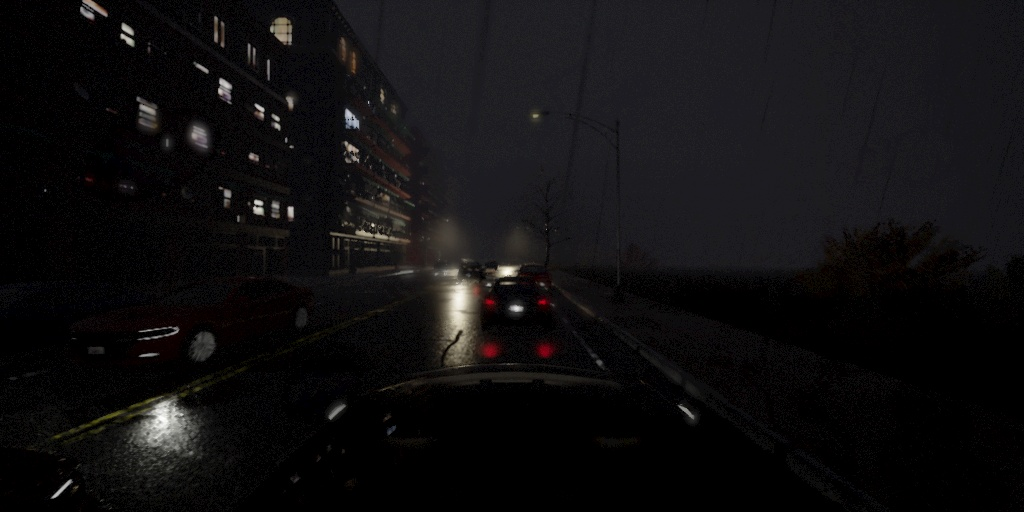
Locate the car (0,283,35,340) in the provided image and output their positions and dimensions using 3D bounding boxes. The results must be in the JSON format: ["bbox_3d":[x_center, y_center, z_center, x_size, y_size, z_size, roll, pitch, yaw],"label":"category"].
[{"bbox_3d":[-9.836,1.272,7.310,1.812,1.442,4.674,0,0,0],"label":"car"}]

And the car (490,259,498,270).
[{"bbox_3d":[-3.021,1.208,52.181,2.128,1.511,4.902,0,0,0],"label":"car"}]

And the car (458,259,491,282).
[{"bbox_3d":[-3.082,1.226,28.347,2.128,1.511,4.902,0,0,0],"label":"car"}]

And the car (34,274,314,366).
[{"bbox_3d":[-6.584,1.224,8.181,1.882,1.535,5.008,0,0,0],"label":"car"}]

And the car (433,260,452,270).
[{"bbox_3d":[-9.711,1.283,50.363,1.994,1.385,4.181,0,0,0],"label":"car"}]

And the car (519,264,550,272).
[{"bbox_3d":[1.186,1.218,20.625,1.882,1.535,5.008,0,0,0],"label":"car"}]

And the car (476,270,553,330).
[{"bbox_3d":[0.125,1.309,11.103,1.994,1.385,4.181,0,0,0],"label":"car"}]

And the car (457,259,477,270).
[{"bbox_3d":[-6.457,1.210,51.970,2.128,1.511,4.902,0,0,0],"label":"car"}]
